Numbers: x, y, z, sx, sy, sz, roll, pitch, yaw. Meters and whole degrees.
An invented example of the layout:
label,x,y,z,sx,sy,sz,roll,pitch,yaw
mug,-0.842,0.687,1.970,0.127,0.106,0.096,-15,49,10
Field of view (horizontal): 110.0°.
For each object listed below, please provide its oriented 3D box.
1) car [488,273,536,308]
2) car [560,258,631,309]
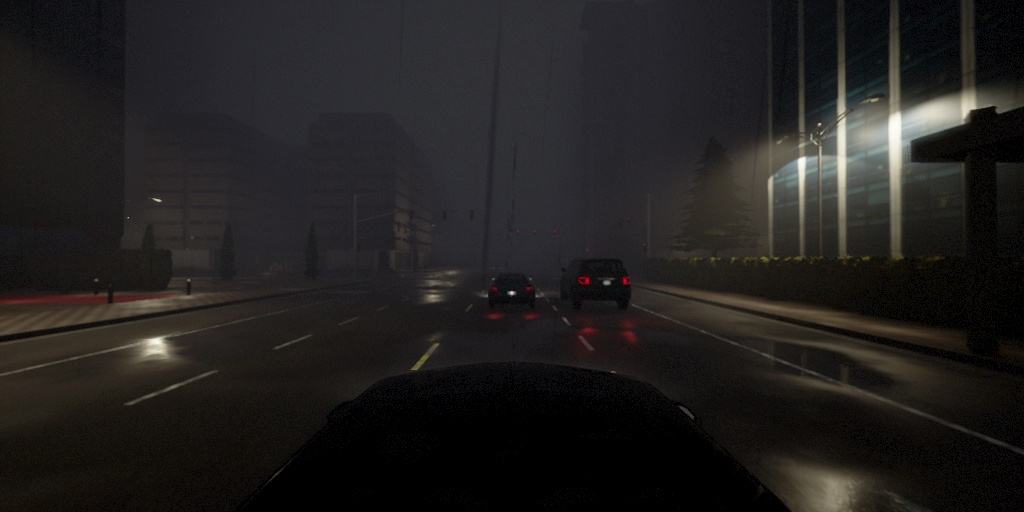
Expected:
label,x,y,z,sx,sy,sz,roll,pitch,yaw
car,-0.005,1.449,16.128,1.994,1.385,4.181,0,0,0
car,3.491,1.099,15.867,2.150,2.045,5.566,0,0,0
